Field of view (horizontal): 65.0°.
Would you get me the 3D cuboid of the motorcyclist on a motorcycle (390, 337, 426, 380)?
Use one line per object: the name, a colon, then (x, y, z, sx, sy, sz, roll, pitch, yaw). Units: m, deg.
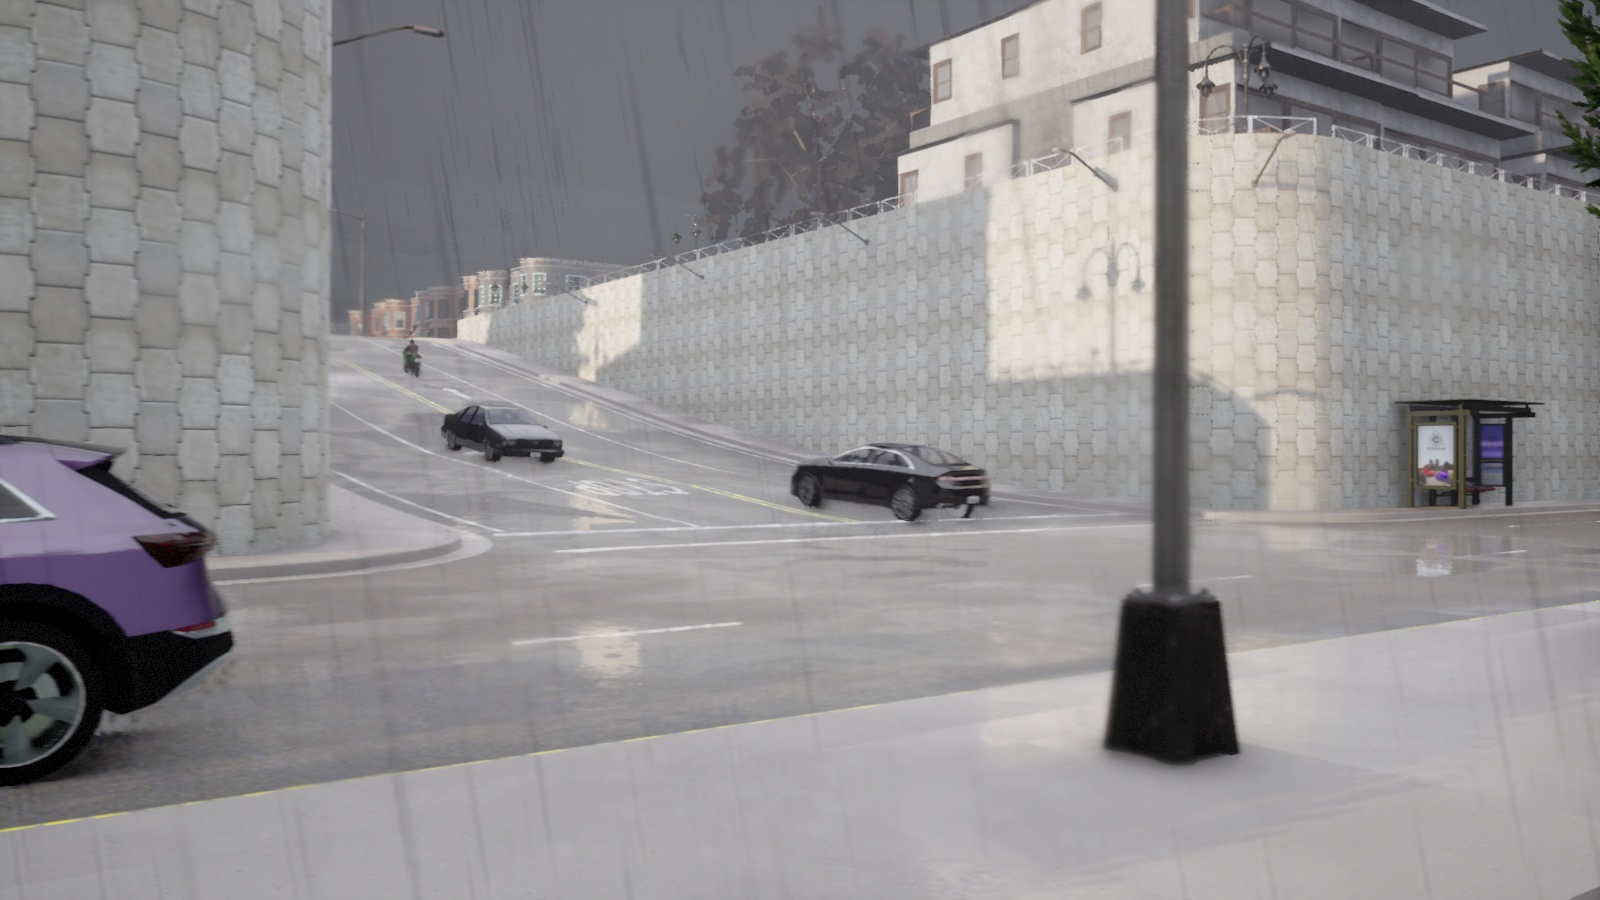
motorcyclist on a motorcycle: (-16.562, -3.863, 53.061, 0.797, 1.523, 2.044, 0, 11, -35)

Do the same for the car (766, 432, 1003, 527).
car: (1.688, 0.539, 26.745, 2.128, 1.511, 4.902, -1, 5, -42)

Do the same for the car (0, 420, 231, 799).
car: (-5.297, 0.699, 5.455, 4.856, 1.649, 2.033, 0, 0, -35)

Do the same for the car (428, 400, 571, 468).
car: (-8.545, -0.491, 35.339, 2.033, 1.411, 5.357, 1, 5, -35)
